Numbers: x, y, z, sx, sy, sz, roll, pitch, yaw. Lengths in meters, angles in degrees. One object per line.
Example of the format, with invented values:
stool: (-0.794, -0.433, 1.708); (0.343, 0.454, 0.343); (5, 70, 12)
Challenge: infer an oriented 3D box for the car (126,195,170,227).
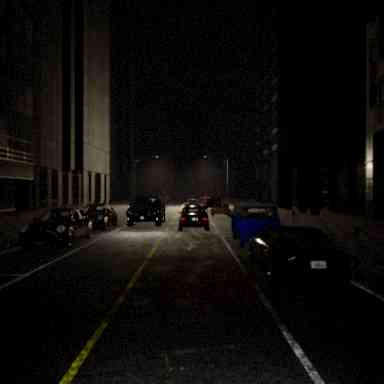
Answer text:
car: (-3.054, 1.248, 23.324); (2.150, 2.045, 5.566); (0, 0, 1)

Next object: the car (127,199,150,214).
car: (-5.862, 1.583, 37.094); (1.752, 1.417, 4.829); (0, 0, 1)

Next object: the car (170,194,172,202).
car: (-5.851, 1.698, 71.138); (1.802, 1.307, 4.206); (0, 0, 0)

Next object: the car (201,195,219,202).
car: (2.671, 1.389, 42.916); (2.192, 1.841, 5.009); (0, 0, 0)

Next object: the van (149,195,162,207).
van: (-5.854, 1.439, 54.219); (1.690, 1.788, 3.998); (0, 0, 0)

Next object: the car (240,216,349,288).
car: (2.668, 1.570, 9.084); (1.947, 1.339, 4.313); (0, 0, 0)

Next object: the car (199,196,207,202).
car: (2.676, 1.704, 82.393); (1.802, 1.307, 4.206); (0, 0, 0)

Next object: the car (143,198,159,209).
car: (-5.855, 1.611, 48.407); (1.752, 1.417, 4.829); (0, 0, 0)

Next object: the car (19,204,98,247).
car: (-5.857, 1.451, 14.739); (1.967, 1.590, 4.097); (0, 0, 0)

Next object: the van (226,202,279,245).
van: (2.668, 1.352, 14.723); (1.690, 1.788, 3.998); (0, 0, 0)

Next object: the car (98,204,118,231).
car: (-5.856, 1.459, 20.378); (1.967, 1.590, 4.097); (0, 0, 0)

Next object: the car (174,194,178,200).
car: (-5.849, 1.693, 93.698); (1.947, 1.339, 4.313); (0, 0, 0)

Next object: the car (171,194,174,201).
car: (-5.851, 1.560, 76.779); (1.967, 1.590, 4.097); (0, 0, 0)

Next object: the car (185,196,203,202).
car: (0.105, 1.599, 42.888); (1.812, 1.442, 4.674); (0, 0, 0)

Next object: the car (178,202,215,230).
car: (0.103, 1.568, 21.079); (2.033, 1.411, 5.357); (0, 0, 0)

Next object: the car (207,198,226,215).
car: (2.670, 1.571, 31.847); (1.752, 1.417, 4.829); (0, 0, 1)

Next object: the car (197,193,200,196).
car: (2.675, 1.559, 76.753); (1.967, 1.590, 4.097); (0, 0, 0)
